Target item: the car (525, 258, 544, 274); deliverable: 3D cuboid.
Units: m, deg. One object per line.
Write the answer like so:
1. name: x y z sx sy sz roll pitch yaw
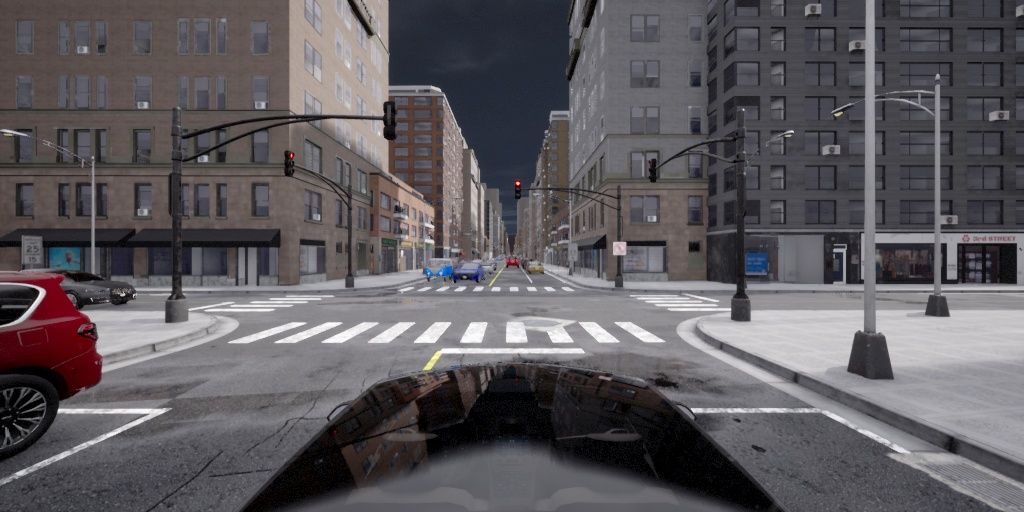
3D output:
1. car: 2.682 1.272 40.483 1.751 1.417 4.829 0 0 0

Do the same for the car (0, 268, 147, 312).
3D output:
1. car: -17.571 1.265 13.872 4.892 1.490 1.837 0 0 -2

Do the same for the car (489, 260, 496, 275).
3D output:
1. car: -3.086 1.348 39.125 1.895 1.301 4.718 0 0 0

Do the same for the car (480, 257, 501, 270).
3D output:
1. car: -3.070 1.236 49.607 2.128 1.511 4.902 0 0 0

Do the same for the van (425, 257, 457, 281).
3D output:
1. van: -5.848 1.088 29.101 1.690 1.789 3.998 0 0 0

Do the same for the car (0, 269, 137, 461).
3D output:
1. car: -5.858 1.065 2.153 2.192 1.841 5.009 0 0 0

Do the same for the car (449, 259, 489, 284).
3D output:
1. car: -3.176 1.225 27.523 1.882 1.535 5.008 0 0 3

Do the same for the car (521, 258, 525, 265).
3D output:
1. car: 2.687 1.310 51.502 1.948 1.339 4.313 0 0 0

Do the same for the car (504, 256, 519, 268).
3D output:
1. car: 0.121 0.964 60.989 2.150 2.045 5.566 0 0 0

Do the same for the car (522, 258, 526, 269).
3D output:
1. car: 2.685 1.296 45.908 2.007 1.370 4.403 0 0 0

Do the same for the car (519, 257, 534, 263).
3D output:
1. car: 2.689 1.058 57.096 2.192 1.841 5.009 0 0 0
